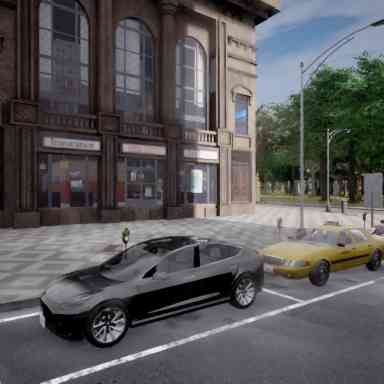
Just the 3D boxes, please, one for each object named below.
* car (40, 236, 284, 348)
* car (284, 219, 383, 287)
[{"bbox_3d":[-0.494,1.566,6.301,4.313,1.339,1.947,0,0,-36],"label":"car"},{"bbox_3d":[3.793,1.526,9.363,4.829,1.417,1.752,0,0,-36],"label":"car"}]
